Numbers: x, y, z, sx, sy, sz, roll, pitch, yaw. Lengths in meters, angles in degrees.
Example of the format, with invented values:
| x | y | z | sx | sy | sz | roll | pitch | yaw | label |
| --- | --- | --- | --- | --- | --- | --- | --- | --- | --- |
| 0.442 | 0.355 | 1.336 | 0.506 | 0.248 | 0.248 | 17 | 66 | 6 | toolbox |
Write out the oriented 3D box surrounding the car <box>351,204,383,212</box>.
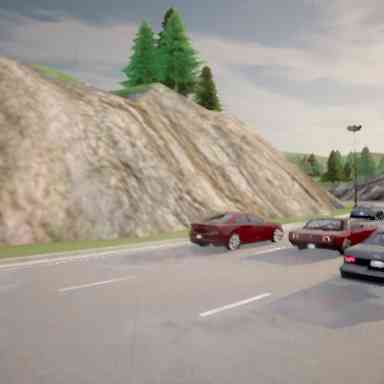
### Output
| x | y | z | sx | sy | sz | roll | pitch | yaw | label |
| --- | --- | --- | --- | --- | --- | --- | --- | --- | --- |
| 15.060 | 1.709 | 28.581 | 1.994 | 1.385 | 4.181 | -1 | -1 | 39 | car |

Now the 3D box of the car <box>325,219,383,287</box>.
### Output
| x | y | z | sx | sy | sz | roll | pitch | yaw | label |
| --- | --- | --- | --- | --- | --- | --- | --- | --- | --- |
| 5.837 | 1.582 | 8.759 | 5.357 | 1.411 | 2.033 | 0 | -1 | -42 | car |

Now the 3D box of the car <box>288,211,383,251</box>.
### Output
| x | y | z | sx | sy | sz | roll | pitch | yaw | label |
| --- | --- | --- | --- | --- | --- | --- | --- | --- | --- |
| 5.984 | 1.687 | 13.658 | 4.718 | 1.301 | 1.895 | 0 | -1 | -43 | car |

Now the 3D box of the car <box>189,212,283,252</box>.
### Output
| x | y | z | sx | sy | sz | roll | pitch | yaw | label |
| --- | --- | --- | --- | --- | --- | --- | --- | --- | --- |
| 2.121 | 1.621 | 14.888 | 5.008 | 1.535 | 1.882 | 0 | -1 | -42 | car |
